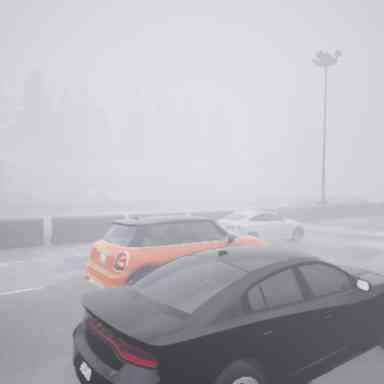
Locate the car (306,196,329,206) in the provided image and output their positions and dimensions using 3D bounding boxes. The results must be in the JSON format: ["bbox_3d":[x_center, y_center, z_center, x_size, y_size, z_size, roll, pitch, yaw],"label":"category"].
[{"bbox_3d":[16.957,1.286,41.975,4.892,1.490,1.837,-1,0,-36],"label":"car"}]

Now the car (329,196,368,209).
[{"bbox_3d":[18.517,1.264,38.787,5.008,1.535,1.882,-1,0,-36],"label":"car"}]

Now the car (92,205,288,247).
[{"bbox_3d":[-0.092,1.350,7.990,4.553,1.767,2.097,0,0,-36],"label":"car"}]

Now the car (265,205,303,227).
[{"bbox_3d":[2.869,1.507,14.417,4.674,1.442,1.812,0,0,-36],"label":"car"}]

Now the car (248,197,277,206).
[{"bbox_3d":[9.576,1.380,45.298,4.181,1.385,1.994,-1,0,-36],"label":"car"}]

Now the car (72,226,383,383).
[{"bbox_3d":[1.039,1.476,4.495,5.008,1.535,1.882,0,0,-36],"label":"car"}]

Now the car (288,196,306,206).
[{"bbox_3d":[14.918,1.273,44.819,4.902,1.511,2.128,-1,0,-36],"label":"car"}]
